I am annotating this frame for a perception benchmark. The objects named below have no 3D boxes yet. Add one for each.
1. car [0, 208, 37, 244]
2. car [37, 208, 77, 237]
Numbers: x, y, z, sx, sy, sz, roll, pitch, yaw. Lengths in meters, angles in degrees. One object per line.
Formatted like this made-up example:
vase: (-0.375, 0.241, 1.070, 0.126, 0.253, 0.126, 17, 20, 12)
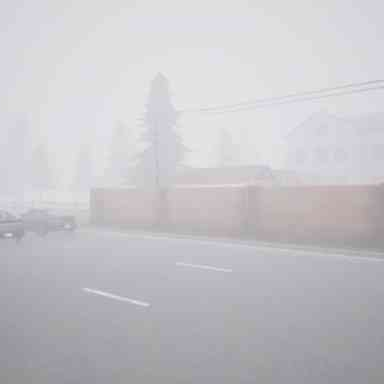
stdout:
car: (-9.484, 1.564, 15.055, 4.902, 1.511, 2.128, 0, 0, 36)
car: (-8.282, 1.602, 18.498, 4.674, 1.442, 1.812, 0, 0, 36)
